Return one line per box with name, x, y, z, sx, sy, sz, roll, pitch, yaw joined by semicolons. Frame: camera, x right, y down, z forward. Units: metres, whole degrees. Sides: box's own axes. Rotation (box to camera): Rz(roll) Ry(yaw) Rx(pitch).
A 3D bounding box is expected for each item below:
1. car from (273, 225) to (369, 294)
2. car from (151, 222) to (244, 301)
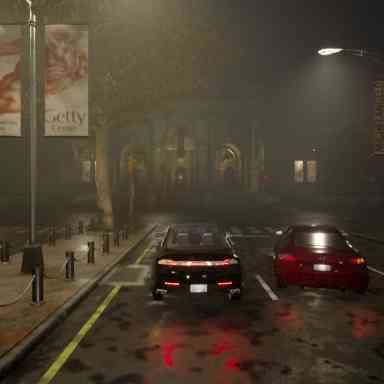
car;3.252;1.564;8.967;1.994;1.385;4.181;0;0;14
car;0.080;1.492;8.316;2.128;1.511;4.902;0;0;-1
